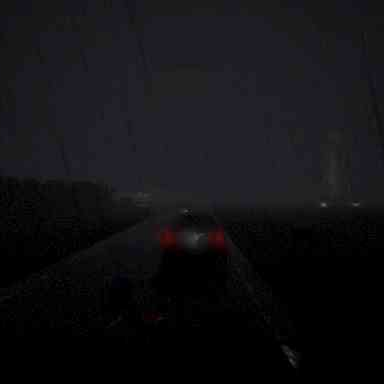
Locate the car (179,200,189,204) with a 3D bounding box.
[{"bbox_3d":[-1.239,2.146,57.619,2.128,1.511,4.902,0,-1,4],"label":"car"}]

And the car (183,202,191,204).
[{"bbox_3d":[0.408,1.845,28.013,1.812,1.442,4.674,0,0,2],"label":"car"}]

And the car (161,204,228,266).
[{"bbox_3d":[0.113,1.493,12.285,2.097,1.767,4.553,0,-1,1],"label":"car"}]
